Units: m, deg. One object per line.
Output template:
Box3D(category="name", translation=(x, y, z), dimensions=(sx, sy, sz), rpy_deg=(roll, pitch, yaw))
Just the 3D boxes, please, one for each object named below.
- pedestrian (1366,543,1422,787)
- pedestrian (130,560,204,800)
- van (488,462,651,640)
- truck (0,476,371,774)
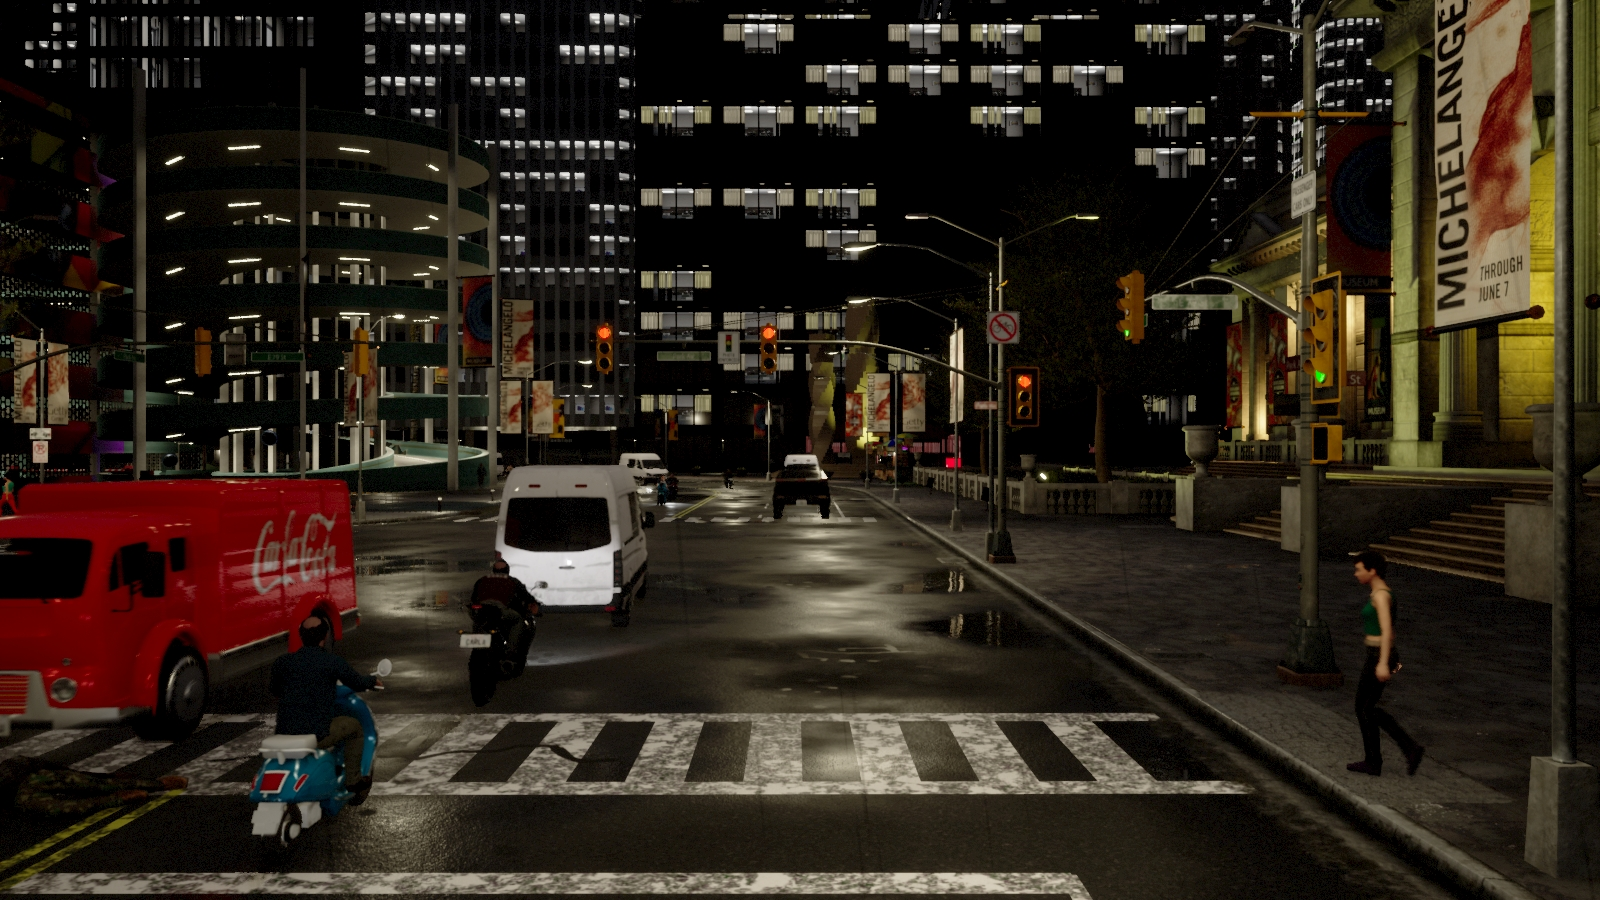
Box3D(category="pedestrian", translation=(4.771, 1.698, 9.176), dimensions=(0.375, 1.860, 0.375), rpy_deg=(0, 0, 32))
Box3D(category="pedestrian", translation=(-5.156, 1.848, 9.310), dimensions=(0.375, 1.860, 0.375), rpy_deg=(0, 0, 18))
Box3D(category="van", translation=(-3.814, 1.535, 19.959), dimensions=(1.988, 2.561, 5.915), rpy_deg=(0, 0, -4))
Box3D(category="truck", translation=(-6.981, 1.570, 12.479), dimensions=(2.627, 2.467, 5.204), rpy_deg=(0, 0, 0))
